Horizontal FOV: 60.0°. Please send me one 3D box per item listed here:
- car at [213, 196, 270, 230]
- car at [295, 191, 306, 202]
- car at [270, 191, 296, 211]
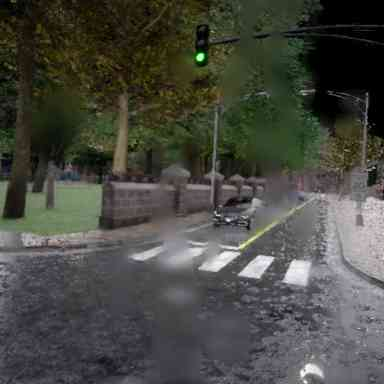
[{"bbox_3d":[2.608,1.011,17.492,1.837,1.490,4.892,4,2,22],"label":"car"},{"bbox_3d":[15.545,0.578,48.627,1.882,1.535,5.008,4,2,22],"label":"car"},{"bbox_3d":[7.886,0.869,30.281,2.033,1.411,5.357,4,2,23],"label":"car"}]
